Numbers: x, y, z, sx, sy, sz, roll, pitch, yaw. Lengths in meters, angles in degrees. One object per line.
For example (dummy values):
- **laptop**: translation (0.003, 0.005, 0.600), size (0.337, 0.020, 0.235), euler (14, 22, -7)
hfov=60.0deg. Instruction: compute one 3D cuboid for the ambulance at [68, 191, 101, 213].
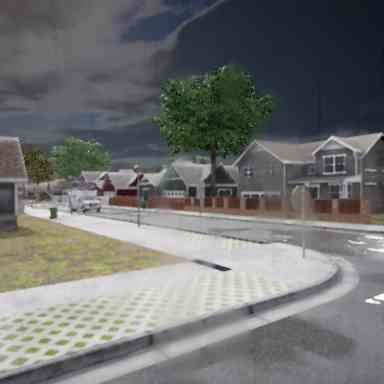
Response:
- **ambulance**: translation (-12.698, 1.108, 39.275), size (2.351, 2.431, 6.366), euler (-1, 0, -35)
